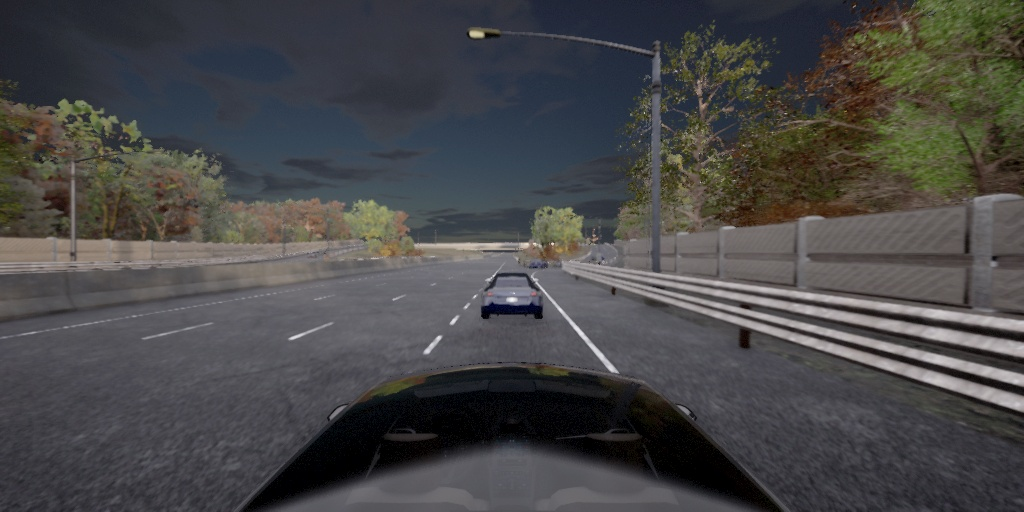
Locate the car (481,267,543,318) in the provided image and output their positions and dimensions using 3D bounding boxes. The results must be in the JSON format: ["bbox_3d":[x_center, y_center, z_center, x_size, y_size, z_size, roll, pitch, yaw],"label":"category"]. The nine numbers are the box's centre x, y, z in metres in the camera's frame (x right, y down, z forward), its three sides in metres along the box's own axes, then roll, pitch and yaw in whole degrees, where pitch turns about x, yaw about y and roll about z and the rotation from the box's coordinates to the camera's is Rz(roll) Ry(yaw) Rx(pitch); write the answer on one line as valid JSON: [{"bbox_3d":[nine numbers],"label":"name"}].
[{"bbox_3d":[0.000,1.268,12.708,1.994,1.385,4.181,0,0,0],"label":"car"}]

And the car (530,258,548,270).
[{"bbox_3d":[4.200,1.138,54.916,2.097,1.767,4.553,1,-1,17],"label":"car"}]
